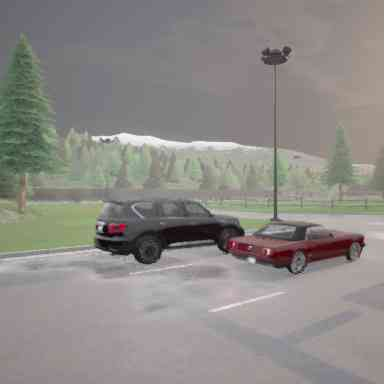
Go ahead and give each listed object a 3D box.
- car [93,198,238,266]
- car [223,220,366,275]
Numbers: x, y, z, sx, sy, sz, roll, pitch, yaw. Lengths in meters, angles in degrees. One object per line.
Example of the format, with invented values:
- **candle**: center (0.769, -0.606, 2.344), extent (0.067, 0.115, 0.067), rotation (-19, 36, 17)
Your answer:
- **car**: center (-0.660, 1.221, 11.858), extent (5.566, 2.045, 2.150), rotation (0, 0, -35)
- **car**: center (3.458, 1.601, 10.490), extent (4.718, 1.301, 1.895), rotation (0, 0, -35)
